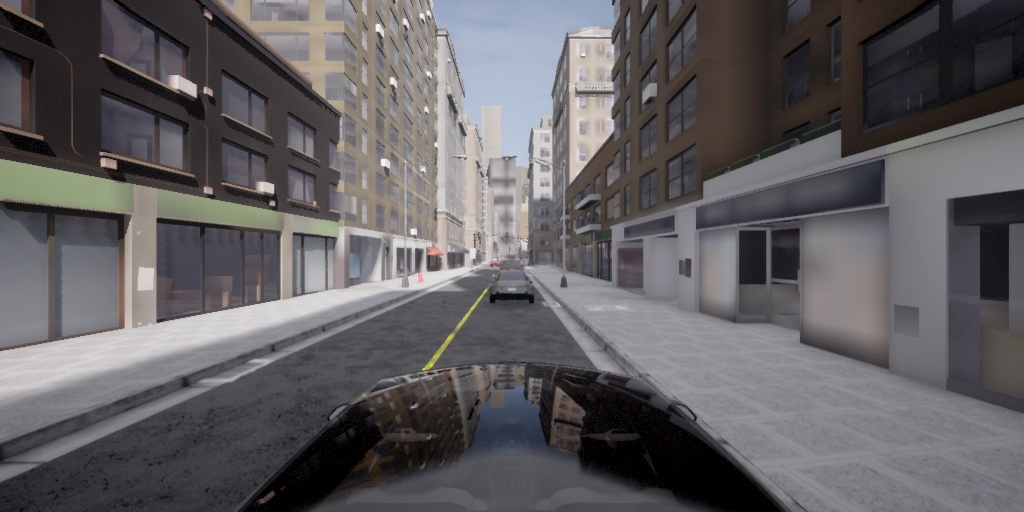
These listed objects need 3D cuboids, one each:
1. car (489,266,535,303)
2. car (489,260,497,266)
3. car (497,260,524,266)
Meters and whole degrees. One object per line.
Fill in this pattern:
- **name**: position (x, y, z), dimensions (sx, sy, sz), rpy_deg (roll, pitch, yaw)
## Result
- **car**: position (0.000, 1.320, 16.500), dimensions (1.994, 1.385, 4.181), rpy_deg (0, 0, 0)
- **car**: position (-3.000, 1.373, 64.107), dimensions (1.895, 1.301, 4.718), rpy_deg (0, 0, 0)
- **car**: position (0.000, 1.112, 31.470), dimensions (2.097, 1.767, 4.553), rpy_deg (0, 0, 0)
